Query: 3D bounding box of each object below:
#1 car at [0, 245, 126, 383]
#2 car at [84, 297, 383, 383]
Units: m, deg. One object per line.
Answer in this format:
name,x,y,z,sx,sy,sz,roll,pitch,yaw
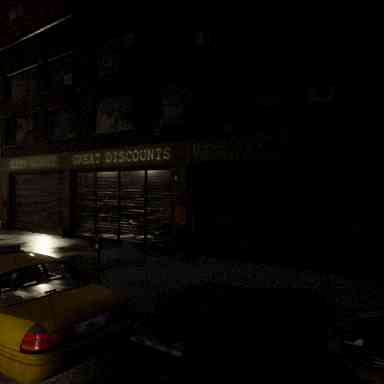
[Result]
car,-3.056,1.524,5.267,4.829,1.417,1.752,0,1,36
car,1.628,1.551,1.922,4.403,1.369,2.008,0,1,36
